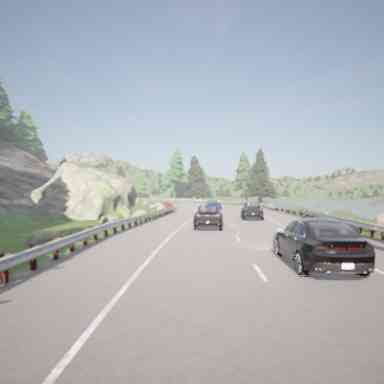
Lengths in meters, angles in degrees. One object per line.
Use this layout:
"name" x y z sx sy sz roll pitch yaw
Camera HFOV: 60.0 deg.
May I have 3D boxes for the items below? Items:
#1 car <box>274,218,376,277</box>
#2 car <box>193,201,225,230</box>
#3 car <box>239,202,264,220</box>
"car" 3.895 1.577 10.515 1.837 1.490 4.892 0 0 2
"car" 1.136 1.630 22.248 2.128 1.511 4.902 0 0 5
"car" 5.413 1.688 30.469 2.128 1.511 4.902 0 0 5
